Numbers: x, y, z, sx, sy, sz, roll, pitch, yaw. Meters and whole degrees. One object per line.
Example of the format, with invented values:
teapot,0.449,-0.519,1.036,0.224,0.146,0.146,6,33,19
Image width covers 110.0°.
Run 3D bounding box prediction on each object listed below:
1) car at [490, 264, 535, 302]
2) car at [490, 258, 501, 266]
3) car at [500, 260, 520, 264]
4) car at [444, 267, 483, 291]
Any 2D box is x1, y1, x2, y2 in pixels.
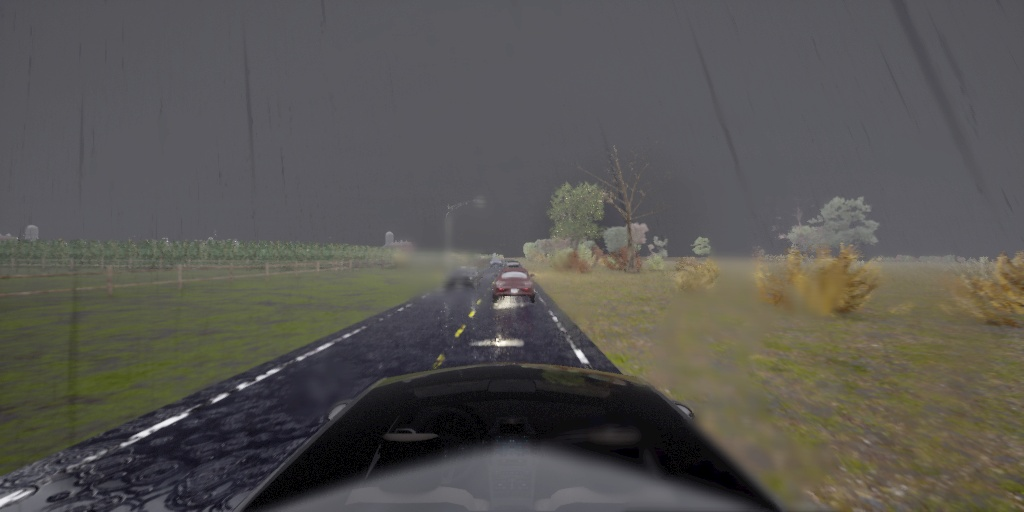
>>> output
car,0.097,1.269,16.986,1.812,1.442,4.674,0,0,0
car,-2.795,1.106,63.790,2.097,1.767,4.553,0,0,1
car,0.092,1.242,35.309,1.837,1.490,4.892,0,0,0
car,-2.854,1.343,21.741,1.895,1.301,4.718,0,0,0
